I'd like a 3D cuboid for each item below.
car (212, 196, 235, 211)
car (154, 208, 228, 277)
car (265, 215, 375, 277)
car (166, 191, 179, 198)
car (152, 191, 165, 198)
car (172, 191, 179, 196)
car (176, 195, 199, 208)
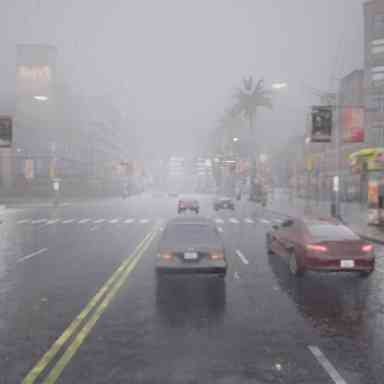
[{"bbox_3d":[3.173,1.128,34.118,1.812,1.442,4.674,0,1,-1],"label":"car"},{"bbox_3d":[-0.042,1.431,9.876,2.033,1.411,5.357,0,1,0],"label":"car"},{"bbox_3d":[3.458,1.410,9.733,1.812,1.442,4.674,0,1,0],"label":"car"},{"bbox_3d":[-4.482,0.583,77.600,1.882,1.535,5.008,0,1,-1],"label":"car"},{"bbox_3d":[-7.976,0.638,77.073,1.812,1.442,4.674,0,1,-1],"label":"car"},{"bbox_3d":[-4.693,0.442,93.854,1.812,1.442,4.674,0,1,-1],"label":"car"},{"bbox_3d":[-0.402,1.236,31.494,1.895,1.301,4.718,0,1,-2],"label":"car"}]
